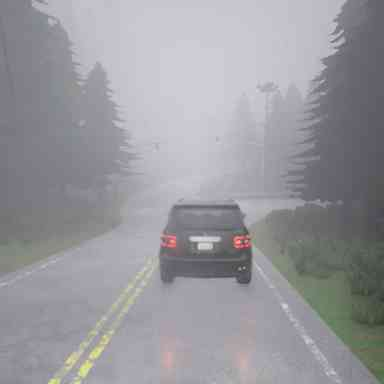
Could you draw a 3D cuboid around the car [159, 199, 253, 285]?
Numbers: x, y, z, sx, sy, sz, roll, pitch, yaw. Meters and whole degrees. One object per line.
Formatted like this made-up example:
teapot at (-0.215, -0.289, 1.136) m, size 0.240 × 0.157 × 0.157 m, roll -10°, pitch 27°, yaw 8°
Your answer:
car at (0.410, 1.207, 9.606) m, size 2.150 × 2.045 × 5.566 m, roll 0°, pitch 0°, yaw 3°
